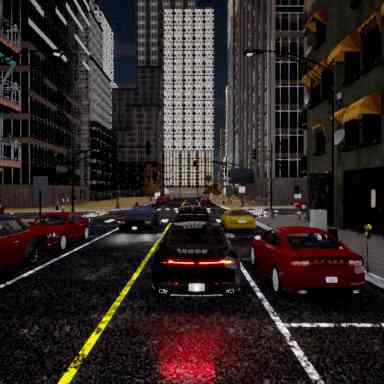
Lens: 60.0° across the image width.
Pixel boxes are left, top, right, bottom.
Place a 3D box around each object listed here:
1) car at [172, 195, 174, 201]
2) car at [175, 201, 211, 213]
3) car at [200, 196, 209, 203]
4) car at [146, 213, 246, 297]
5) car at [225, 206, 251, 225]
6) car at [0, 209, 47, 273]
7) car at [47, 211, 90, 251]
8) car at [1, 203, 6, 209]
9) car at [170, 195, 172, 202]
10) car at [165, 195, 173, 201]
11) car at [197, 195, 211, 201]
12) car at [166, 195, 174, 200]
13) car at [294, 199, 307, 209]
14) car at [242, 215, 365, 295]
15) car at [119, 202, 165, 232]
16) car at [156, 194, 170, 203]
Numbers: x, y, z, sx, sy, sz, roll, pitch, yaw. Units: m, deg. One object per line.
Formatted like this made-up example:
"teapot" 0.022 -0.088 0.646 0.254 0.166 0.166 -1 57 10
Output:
"car" -5.842 1.311 74.266 2.192 1.841 5.009 -1 0 0
"car" 0.061 1.475 18.791 1.882 1.535 5.008 0 0 0
"car" 2.551 1.520 68.891 1.752 1.417 4.829 -1 0 0
"car" 0.082 1.503 8.518 1.837 1.490 4.892 0 0 0
"car" 2.644 1.522 19.805 1.752 1.417 4.829 -1 0 0
"car" -5.716 1.439 8.586 1.967 1.590 4.097 -1 0 0
"car" -5.725 1.542 14.110 1.887 1.381 4.507 -1 0 0
"car" -23.921 1.744 38.386 4.097 1.590 1.967 -1 1 -1
"car" -5.831 1.310 68.707 2.192 1.841 5.009 -1 0 0
"car" -5.861 1.521 85.215 1.752 1.417 4.829 -1 0 0
"car" 2.561 1.435 63.161 1.967 1.590 4.097 -1 0 0
"car" -5.871 1.541 90.944 1.887 1.381 4.507 -1 0 0
"car" 14.178 1.254 38.782 4.507 1.381 1.887 -1 1 -1
"car" 2.666 1.543 8.589 1.887 1.381 4.507 -1 0 0
"car" -3.045 1.544 20.368 2.033 1.411 5.357 0 0 0
"car" -5.818 1.540 63.147 1.887 1.381 4.507 -1 0 0
